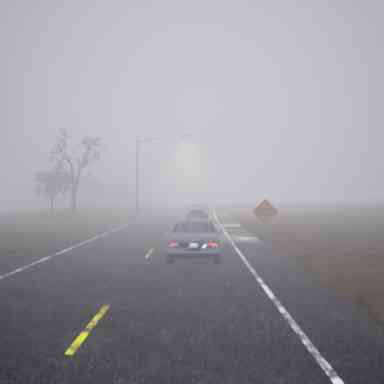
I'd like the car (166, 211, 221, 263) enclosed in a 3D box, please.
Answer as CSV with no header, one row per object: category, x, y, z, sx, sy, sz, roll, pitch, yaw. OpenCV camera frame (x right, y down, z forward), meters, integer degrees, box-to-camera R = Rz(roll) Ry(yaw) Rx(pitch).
car,0.095,1.669,12.493,2.033,1.411,5.357,0,-1,1

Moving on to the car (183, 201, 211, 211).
car,0.516,1.800,28.833,1.812,1.442,4.674,0,0,3

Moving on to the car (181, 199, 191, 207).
car,-0.923,2.143,65.990,1.812,1.442,4.674,0,0,5

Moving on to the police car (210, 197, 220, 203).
police car,6.067,2.266,91.532,1.930,1.638,5.238,0,0,6

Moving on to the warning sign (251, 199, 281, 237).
warning sign,3.707,1.277,16.815,1.300,1.860,1.060,0,-1,1
